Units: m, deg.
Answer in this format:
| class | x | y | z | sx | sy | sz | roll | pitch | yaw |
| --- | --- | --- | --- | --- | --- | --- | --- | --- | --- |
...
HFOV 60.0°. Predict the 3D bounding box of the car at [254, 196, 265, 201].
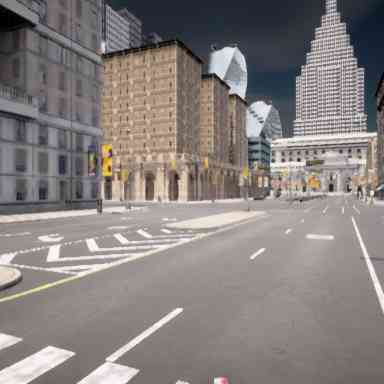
| class | x | y | z | sx | sy | sz | roll | pitch | yaw |
| --- | --- | --- | --- | --- | --- | --- | --- | --- | --- |
| car | 16.953 | 1.564 | 84.001 | 1.895 | 1.301 | 4.718 | 0 | 0 | 24 |
